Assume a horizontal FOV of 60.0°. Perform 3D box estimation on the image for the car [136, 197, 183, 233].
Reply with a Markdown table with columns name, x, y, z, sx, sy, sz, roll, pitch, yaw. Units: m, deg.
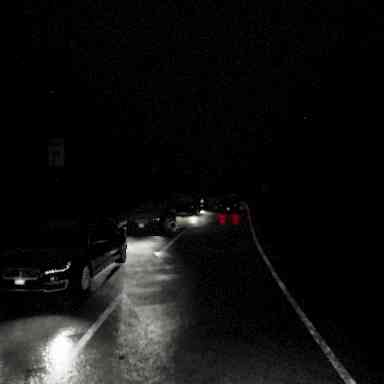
| name | x | y | z | sx | sy | sz | roll | pitch | yaw |
| --- | --- | --- | --- | --- | --- | --- | --- | --- | --- |
| car | -2.072 | 1.278 | 18.103 | 2.128 | 1.511 | 4.902 | 0 | 1 | 8 |

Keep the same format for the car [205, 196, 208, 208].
| name | x | y | z | sx | sy | sz | roll | pitch | yaw |
| --- | --- | --- | --- | --- | --- | --- | --- | --- | --- |
| car | 0.493 | 0.892 | 34.788 | 2.097 | 1.767 | 4.553 | 0 | 1 | 9 |

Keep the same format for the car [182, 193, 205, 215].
| name | x | y | z | sx | sy | sz | roll | pitch | yaw |
| --- | --- | --- | --- | --- | --- | --- | --- | --- | --- |
| car | -0.367 | 1.106 | 29.220 | 1.882 | 1.535 | 5.008 | 0 | 1 | 9 |

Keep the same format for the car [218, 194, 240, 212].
| name | x | y | z | sx | sy | sz | roll | pitch | yaw |
| --- | --- | --- | --- | --- | --- | --- | --- | --- | --- |
| car | 3.520 | 1.159 | 31.395 | 1.895 | 1.301 | 4.718 | 0 | 1 | 9 |

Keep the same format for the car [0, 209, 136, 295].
| name | x | y | z | sx | sy | sz | roll | pitch | yaw |
| --- | --- | --- | --- | --- | --- | --- | --- | --- | --- |
| car | -3.064 | 1.419 | 8.706 | 1.837 | 1.490 | 4.892 | 0 | 1 | 5 |
